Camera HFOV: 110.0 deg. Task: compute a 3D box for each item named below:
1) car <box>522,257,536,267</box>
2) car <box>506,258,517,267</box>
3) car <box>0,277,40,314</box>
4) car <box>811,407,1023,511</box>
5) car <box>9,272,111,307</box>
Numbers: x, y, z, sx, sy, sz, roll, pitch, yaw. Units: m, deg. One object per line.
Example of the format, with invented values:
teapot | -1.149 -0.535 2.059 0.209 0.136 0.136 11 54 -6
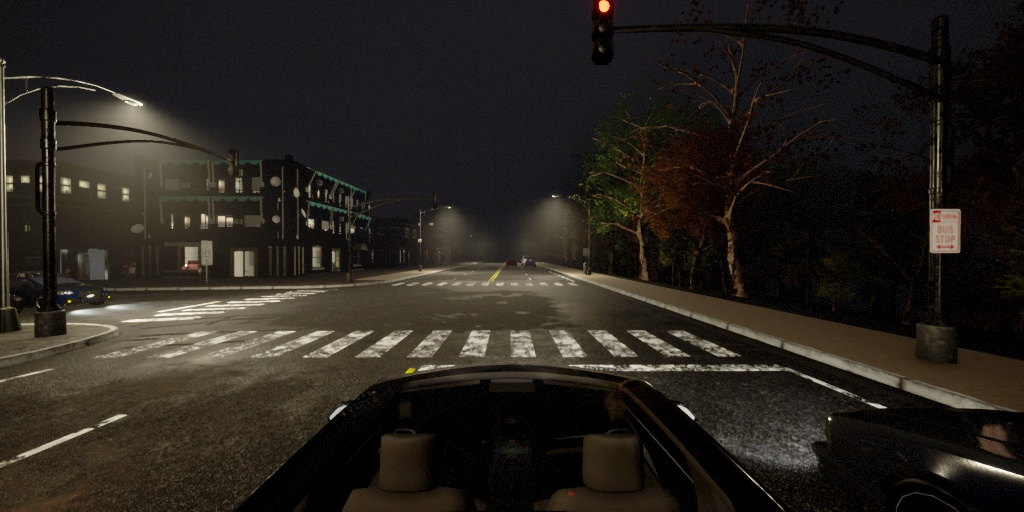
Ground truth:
car | 3.202 1.274 63.173 2.033 1.411 5.357 0 0 0
car | -0.051 1.204 63.140 1.882 1.535 5.008 0 0 0
car | -19.973 1.565 12.496 4.313 1.339 1.948 0 0 0
car | 3.354 1.298 0.392 2.033 1.411 5.357 0 0 0
car | -19.866 1.534 15.202 4.181 1.385 1.994 -1 1 0
